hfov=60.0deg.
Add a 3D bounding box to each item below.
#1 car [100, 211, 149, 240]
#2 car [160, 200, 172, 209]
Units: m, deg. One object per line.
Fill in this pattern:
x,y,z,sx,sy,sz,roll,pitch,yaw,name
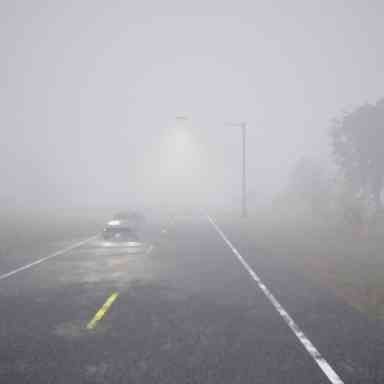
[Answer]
-3.595,1.763,18.789,2.033,1.411,5.357,0,-1,0,car
-4.750,2.220,59.960,1.837,1.490,4.892,0,-1,-6,car
